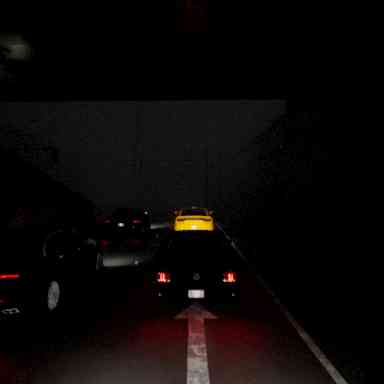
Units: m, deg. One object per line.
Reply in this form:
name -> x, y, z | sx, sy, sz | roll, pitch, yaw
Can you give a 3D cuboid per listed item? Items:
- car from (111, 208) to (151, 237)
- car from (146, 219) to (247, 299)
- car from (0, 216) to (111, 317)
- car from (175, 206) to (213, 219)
car -> -3.410, 1.549, 17.986 | 1.994, 1.385, 4.181 | 0, 0, 0
car -> 0.087, 1.594, 8.366 | 1.895, 1.301, 4.718 | 0, 0, 0
car -> -3.415, 1.497, 7.422 | 1.837, 1.490, 4.892 | 0, 0, 0
car -> 0.090, 1.463, 17.709 | 1.882, 1.535, 5.008 | 0, 0, 0
